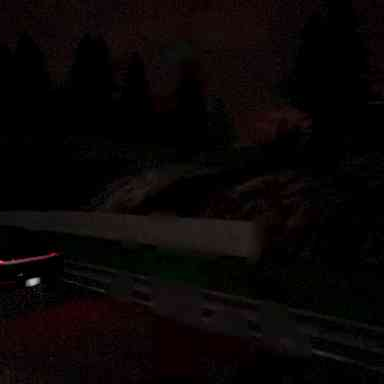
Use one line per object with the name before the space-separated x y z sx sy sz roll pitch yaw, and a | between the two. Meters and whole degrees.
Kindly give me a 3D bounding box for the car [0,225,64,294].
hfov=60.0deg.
car | -5.033 1.559 8.006 4.902 1.511 2.128 0 -1 38
